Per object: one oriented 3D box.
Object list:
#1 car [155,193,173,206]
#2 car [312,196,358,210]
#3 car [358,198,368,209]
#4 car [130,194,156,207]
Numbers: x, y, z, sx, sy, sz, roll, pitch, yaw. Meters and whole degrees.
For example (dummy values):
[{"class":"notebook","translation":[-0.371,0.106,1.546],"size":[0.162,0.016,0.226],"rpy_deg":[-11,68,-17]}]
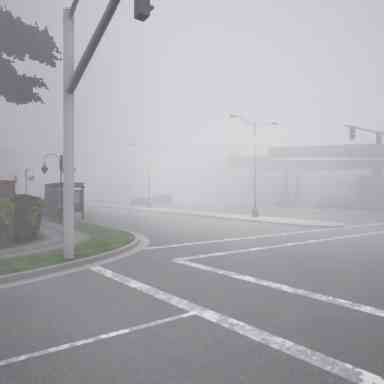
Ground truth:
[{"class":"car","translation":[-5.244,1.221,54.899],"size":[2.150,2.045,5.566],"rpy_deg":[0,0,-35]},{"class":"car","translation":[16.890,1.294,40.244],"size":[2.242,1.667,4.611],"rpy_deg":[0,0,-35]},{"class":"car","translation":[21.156,1.455,44.167],"size":[1.970,1.475,3.806],"rpy_deg":[0,0,-35]},{"class":"car","translation":[-8.092,1.477,52.865],"size":[1.882,1.535,5.008],"rpy_deg":[0,0,-35]}]
